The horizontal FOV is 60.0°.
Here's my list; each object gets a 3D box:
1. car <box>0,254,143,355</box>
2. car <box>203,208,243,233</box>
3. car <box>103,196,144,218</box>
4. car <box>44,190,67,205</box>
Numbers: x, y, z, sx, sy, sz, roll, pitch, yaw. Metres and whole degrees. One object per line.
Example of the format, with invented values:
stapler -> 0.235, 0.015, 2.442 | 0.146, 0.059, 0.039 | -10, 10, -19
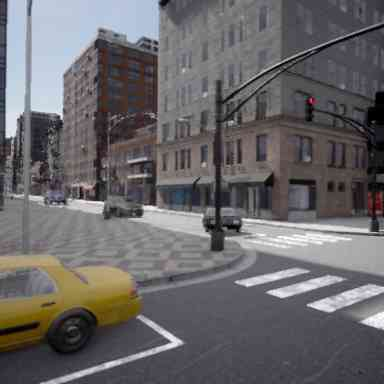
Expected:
car -> -3.076, 1.525, 4.561 | 4.829, 1.417, 1.752 | 0, 0, -35
car -> 1.623, 1.522, 18.795 | 1.895, 1.301, 4.718 | 1, 0, 0
car -> -5.814, 1.151, 28.071 | 2.097, 1.767, 4.553 | 1, 0, -35
car -> -19.700, 0.804, 47.937 | 2.150, 2.045, 5.566 | 1, 0, -35
